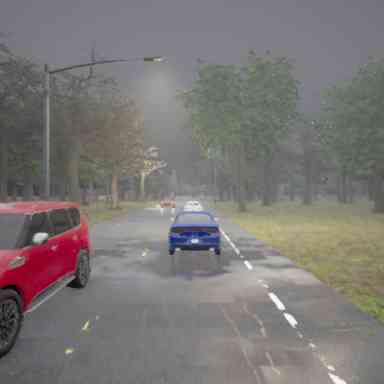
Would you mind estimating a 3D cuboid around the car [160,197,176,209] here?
[{"bbox_3d":[-3.581,1.531,49.977,2.097,1.767,4.553,0,0,0],"label":"car"}]

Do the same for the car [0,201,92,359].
[{"bbox_3d":[-3.600,1.233,6.306,2.150,2.045,5.566,0,0,0],"label":"car"}]

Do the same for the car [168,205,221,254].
[{"bbox_3d":[0.099,1.506,13.684,1.882,1.535,5.008,0,0,0],"label":"car"}]

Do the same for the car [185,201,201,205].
[{"bbox_3d":[0.093,1.609,31.460,1.812,1.442,4.674,0,0,0],"label":"car"}]
